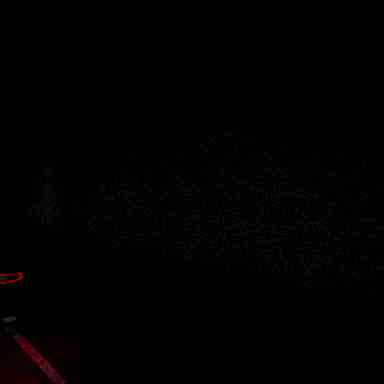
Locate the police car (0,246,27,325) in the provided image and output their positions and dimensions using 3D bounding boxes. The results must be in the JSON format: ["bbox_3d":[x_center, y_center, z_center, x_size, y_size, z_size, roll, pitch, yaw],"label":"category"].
[{"bbox_3d":[-4.842,1.425,6.431,1.930,1.638,5.238,0,0,-43],"label":"police car"}]
